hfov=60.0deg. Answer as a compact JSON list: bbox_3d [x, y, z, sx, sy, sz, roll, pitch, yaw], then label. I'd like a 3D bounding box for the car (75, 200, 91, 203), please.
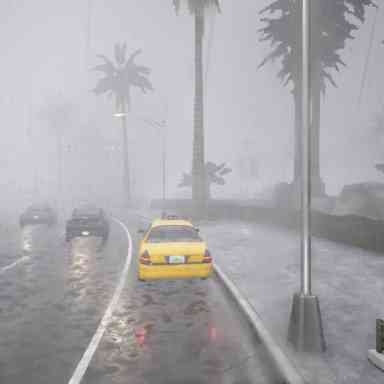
[{"bbox_3d":[-10.272,1.517,31.349,1.812,1.442,4.674,0,0,-25],"label":"car"}]

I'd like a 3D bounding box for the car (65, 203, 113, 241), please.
[{"bbox_3d":[-5.094,1.501,16.678,1.837,1.490,4.892,0,0,-12],"label":"car"}]

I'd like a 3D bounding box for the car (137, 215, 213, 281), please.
[{"bbox_3d":[-0.649,1.456,9.853,1.801,1.575,5.366,0,0,-7],"label":"car"}]

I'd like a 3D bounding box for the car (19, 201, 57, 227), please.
[{"bbox_3d":[-10.380,1.555,22.661,1.994,1.385,4.181,0,0,-18],"label":"car"}]

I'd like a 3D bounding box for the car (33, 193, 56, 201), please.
[{"bbox_3d":[-20.025,1.335,44.921,4.553,1.767,2.097,0,0,45],"label":"car"}]
